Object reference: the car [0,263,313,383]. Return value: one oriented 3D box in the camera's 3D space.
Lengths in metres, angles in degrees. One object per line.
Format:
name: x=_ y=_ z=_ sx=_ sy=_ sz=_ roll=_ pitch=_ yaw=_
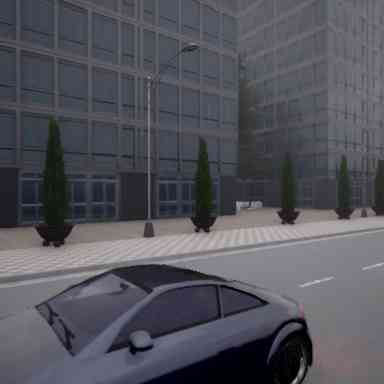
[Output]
car: x=-0.592 y=1.564 z=3.567 sx=4.181 sy=1.385 sz=1.994 roll=0 pitch=0 yaw=-36
